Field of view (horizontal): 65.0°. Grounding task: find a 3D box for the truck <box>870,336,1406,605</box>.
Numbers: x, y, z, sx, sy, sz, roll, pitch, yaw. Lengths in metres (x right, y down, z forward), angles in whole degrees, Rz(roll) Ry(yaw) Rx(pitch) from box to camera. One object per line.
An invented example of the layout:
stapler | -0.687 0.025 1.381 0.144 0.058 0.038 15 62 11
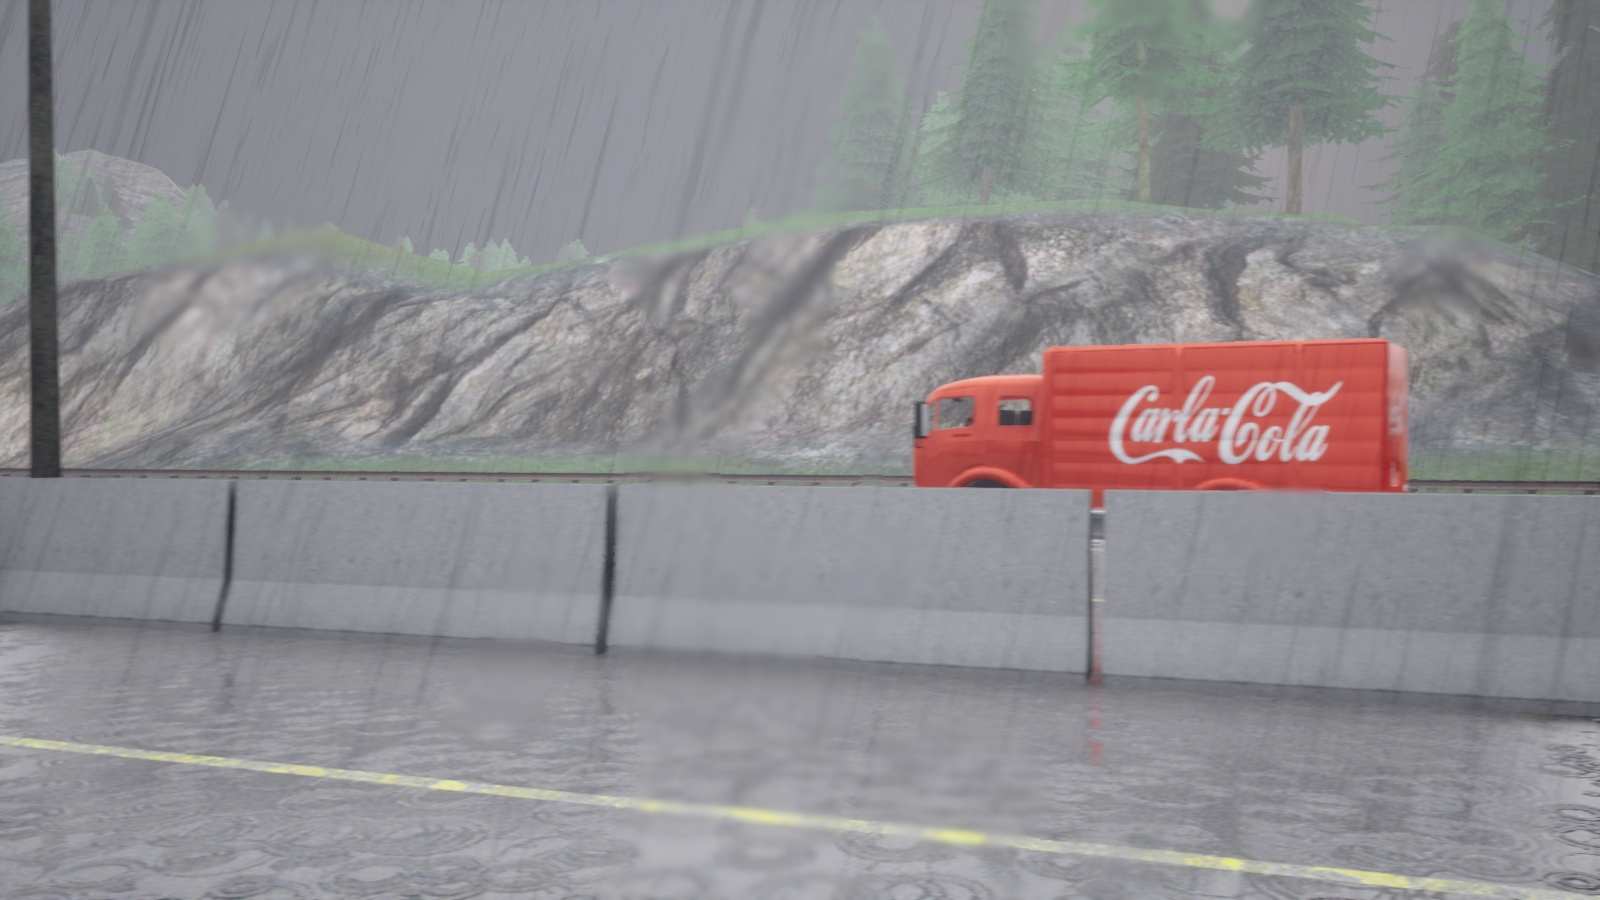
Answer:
truck | 3.706 0.132 13.992 5.204 2.467 2.627 1 1 32
